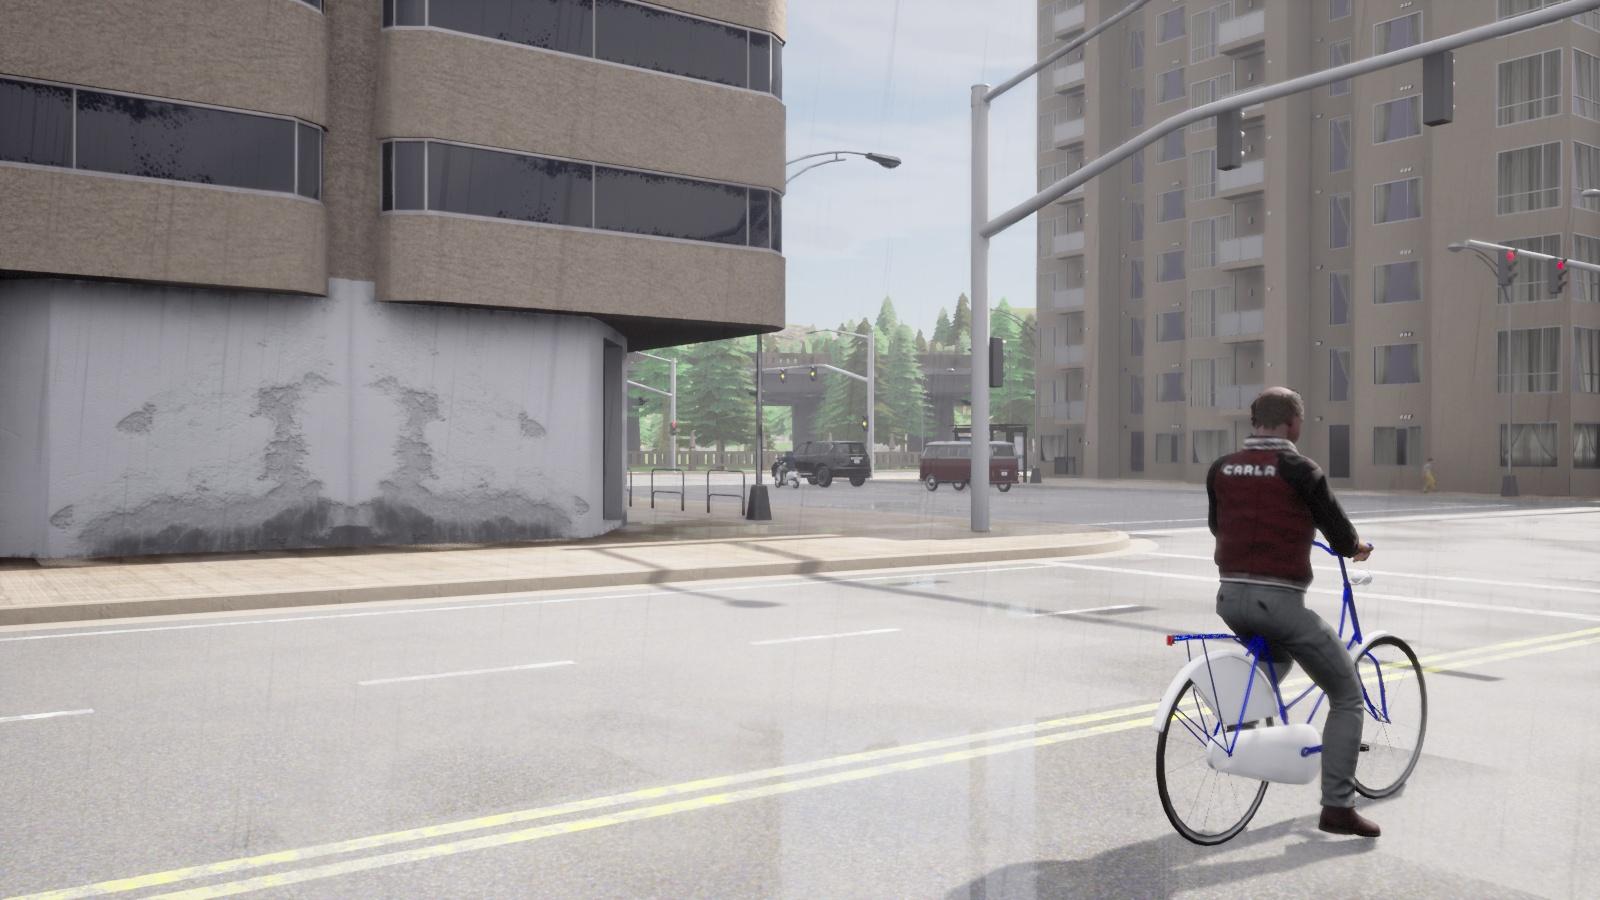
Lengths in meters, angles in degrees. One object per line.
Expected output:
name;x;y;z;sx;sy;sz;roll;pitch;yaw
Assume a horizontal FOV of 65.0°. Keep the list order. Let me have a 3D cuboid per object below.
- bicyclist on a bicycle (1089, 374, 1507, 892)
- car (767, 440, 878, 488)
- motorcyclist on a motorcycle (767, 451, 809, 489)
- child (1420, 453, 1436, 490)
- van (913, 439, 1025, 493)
bicyclist on a bicycle;2.064;0.623;5.099;1.843;1.776;0.659;0;0;-35
car;0.952;0.601;56.902;2.150;2.045;5.566;0;0;-35
motorcyclist on a motorcycle;-0.524;0.829;52.943;0.866;1.590;1.817;0;0;-35
child;21.789;0.744;43.568;0.270;1.263;0.437;0;0;-34
van;6.528;0.604;49.071;1.775;1.987;4.442;0;0;-35
